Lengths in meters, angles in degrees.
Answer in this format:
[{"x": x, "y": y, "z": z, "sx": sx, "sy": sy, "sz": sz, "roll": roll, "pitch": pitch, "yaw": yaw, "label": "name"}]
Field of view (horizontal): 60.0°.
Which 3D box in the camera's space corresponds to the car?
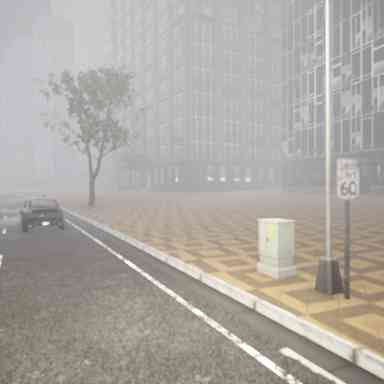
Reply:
[{"x": -7.776, "y": 1.089, "z": 17.145, "sx": 1.837, "sy": 1.490, "sz": 4.892, "roll": -1, "pitch": 2, "yaw": -29, "label": "car"}]
